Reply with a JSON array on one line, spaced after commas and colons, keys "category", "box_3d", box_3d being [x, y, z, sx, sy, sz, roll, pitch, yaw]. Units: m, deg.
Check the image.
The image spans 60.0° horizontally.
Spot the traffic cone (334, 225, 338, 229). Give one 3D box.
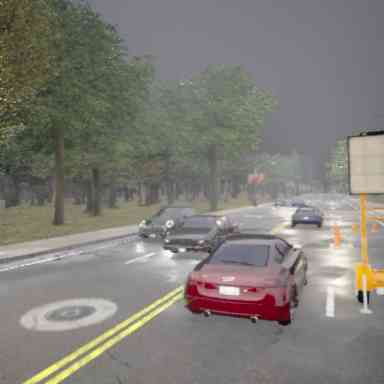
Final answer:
[{"category": "traffic cone", "box_3d": [6.931, 1.993, 15.940, 0.340, 0.580, 0.340, -2, -1, 23]}]

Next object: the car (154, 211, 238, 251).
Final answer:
[{"category": "car", "box_3d": [0.668, 1.712, 14.542, 2.033, 1.411, 5.357, -2, -1, 23]}]

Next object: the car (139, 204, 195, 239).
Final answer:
[{"category": "car", "box_3d": [-1.109, 1.609, 18.702, 2.097, 1.767, 4.553, -2, -1, 23]}]

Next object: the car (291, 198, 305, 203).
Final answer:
[{"category": "car", "box_3d": [17.271, 1.728, 54.071, 1.882, 1.535, 5.008, -2, -1, 23]}]

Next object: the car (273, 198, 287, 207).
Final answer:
[{"category": "car", "box_3d": [15.244, 1.842, 57.619, 1.837, 1.490, 4.892, -2, 0, 23]}]

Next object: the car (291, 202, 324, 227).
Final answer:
[{"category": "car", "box_3d": [8.205, 1.666, 23.562, 1.994, 1.385, 4.181, -2, -1, 23]}]

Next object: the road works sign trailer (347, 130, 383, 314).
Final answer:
[{"category": "road works sign trailer", "box_3d": [4.674, 0.445, 7.128, 2.380, 3.560, 2.880, -2, -1, 23]}]

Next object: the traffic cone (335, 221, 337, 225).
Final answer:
[{"category": "traffic cone", "box_3d": [7.708, 1.998, 17.782, 0.340, 0.580, 0.340, -2, -1, 23]}]

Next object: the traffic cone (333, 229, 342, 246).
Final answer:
[{"category": "traffic cone", "box_3d": [6.155, 1.988, 14.096, 0.340, 0.580, 0.340, -2, -1, 23]}]

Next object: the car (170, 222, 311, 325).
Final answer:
[{"category": "car", "box_3d": [1.405, 1.624, 7.413, 1.994, 1.385, 4.181, -2, -1, 23]}]
